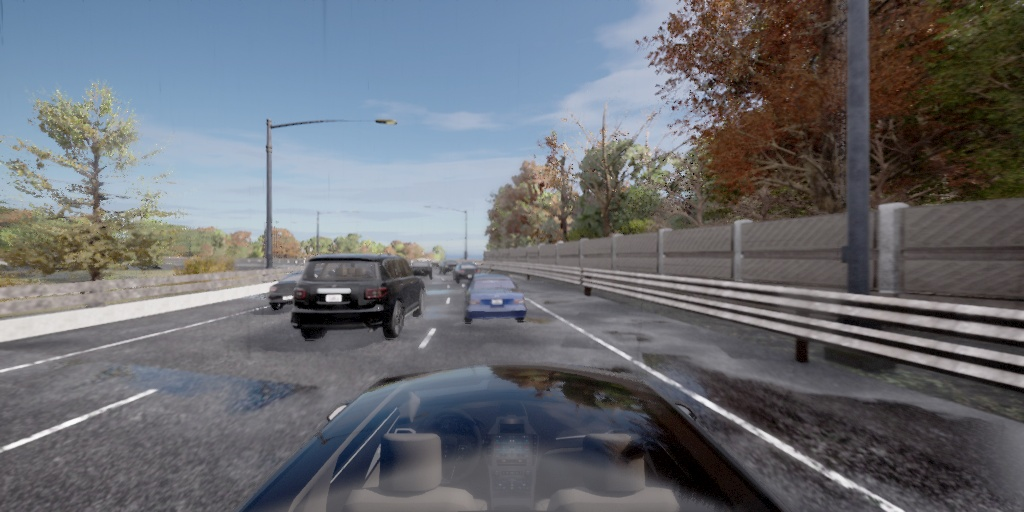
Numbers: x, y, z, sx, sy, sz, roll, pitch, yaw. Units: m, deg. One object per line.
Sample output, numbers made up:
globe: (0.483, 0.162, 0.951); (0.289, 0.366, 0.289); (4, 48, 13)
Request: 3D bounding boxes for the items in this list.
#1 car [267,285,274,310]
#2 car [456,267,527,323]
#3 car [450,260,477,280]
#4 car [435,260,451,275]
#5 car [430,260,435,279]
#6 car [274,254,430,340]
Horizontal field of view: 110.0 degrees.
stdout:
car: (-7.977, 1.273, 14.534); (1.812, 1.442, 4.674); (0, 0, -7)
car: (-0.717, 1.287, 12.174); (2.033, 1.411, 5.357); (0, 0, -7)
car: (-3.482, 1.252, 27.577); (1.812, 1.442, 4.674); (0, 0, -13)
car: (-6.797, 1.223, 38.840); (1.837, 1.490, 4.892); (0, 0, -20)
car: (-8.178, 1.206, 31.885); (1.882, 1.535, 5.008); (0, 0, -16)
car: (-3.925, 0.968, 10.152); (2.150, 2.045, 5.566); (0, 0, -4)
